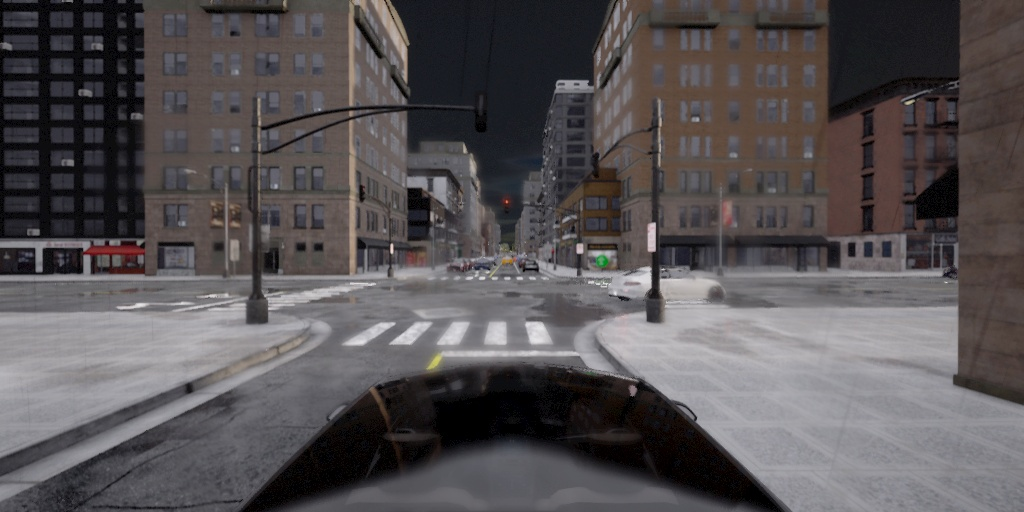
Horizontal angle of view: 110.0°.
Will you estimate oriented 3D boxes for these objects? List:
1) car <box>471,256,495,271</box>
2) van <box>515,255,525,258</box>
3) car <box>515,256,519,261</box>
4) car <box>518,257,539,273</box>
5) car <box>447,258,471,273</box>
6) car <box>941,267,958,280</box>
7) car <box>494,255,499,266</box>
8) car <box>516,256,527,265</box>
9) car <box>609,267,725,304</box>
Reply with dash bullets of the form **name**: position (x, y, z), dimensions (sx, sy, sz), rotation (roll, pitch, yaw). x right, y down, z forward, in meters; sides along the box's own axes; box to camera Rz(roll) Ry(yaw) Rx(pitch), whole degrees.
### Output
- **car**: position (-3.497, 1.064, 43.422), dimensions (2.033, 1.411, 5.357), rotation (0, 0, 0)
- **van**: position (1.847, 0.771, 61.805), dimensions (1.690, 1.789, 3.998), rotation (0, 0, 0)
- **car**: position (1.887, 1.021, 56.295), dimensions (1.948, 1.339, 4.313), rotation (0, 0, 0)
- **car**: position (2.010, 1.101, 39.763), dimensions (1.948, 1.339, 4.313), rotation (0, 0, 0)
- **car**: position (-6.015, 0.975, 39.704), dimensions (1.967, 1.591, 4.097), rotation (0, 0, 0)
- **car**: position (33.090, 1.011, 24.617), dimensions (5.357, 1.411, 2.033), rotation (0, 0, -1)
- **car**: position (-3.583, 0.966, 59.493), dimensions (1.812, 1.442, 4.674), rotation (0, 0, 0)
- **car**: position (1.928, 1.062, 50.785), dimensions (1.802, 1.307, 4.207), rotation (0, 0, 0)
- **car**: position (6.121, 1.152, 14.232), dimensions (4.674, 1.442, 1.812), rotation (0, -1, -18)
